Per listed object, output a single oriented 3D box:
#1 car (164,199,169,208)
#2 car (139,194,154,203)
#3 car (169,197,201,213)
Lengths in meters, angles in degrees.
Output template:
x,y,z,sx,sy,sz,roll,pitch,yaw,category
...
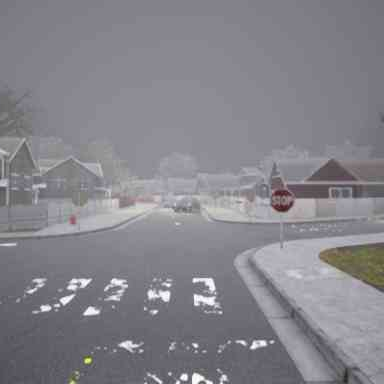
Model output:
x,y,z,sx,sy,sz,roll,pitch,yaw,category
-3.027,1.629,48.142,1.895,1.301,4.718,0,0,0,car
-9.656,1.348,70.056,2.150,2.045,5.566,0,0,-24,car
-0.510,1.364,37.572,2.097,1.767,4.553,0,0,17,car
